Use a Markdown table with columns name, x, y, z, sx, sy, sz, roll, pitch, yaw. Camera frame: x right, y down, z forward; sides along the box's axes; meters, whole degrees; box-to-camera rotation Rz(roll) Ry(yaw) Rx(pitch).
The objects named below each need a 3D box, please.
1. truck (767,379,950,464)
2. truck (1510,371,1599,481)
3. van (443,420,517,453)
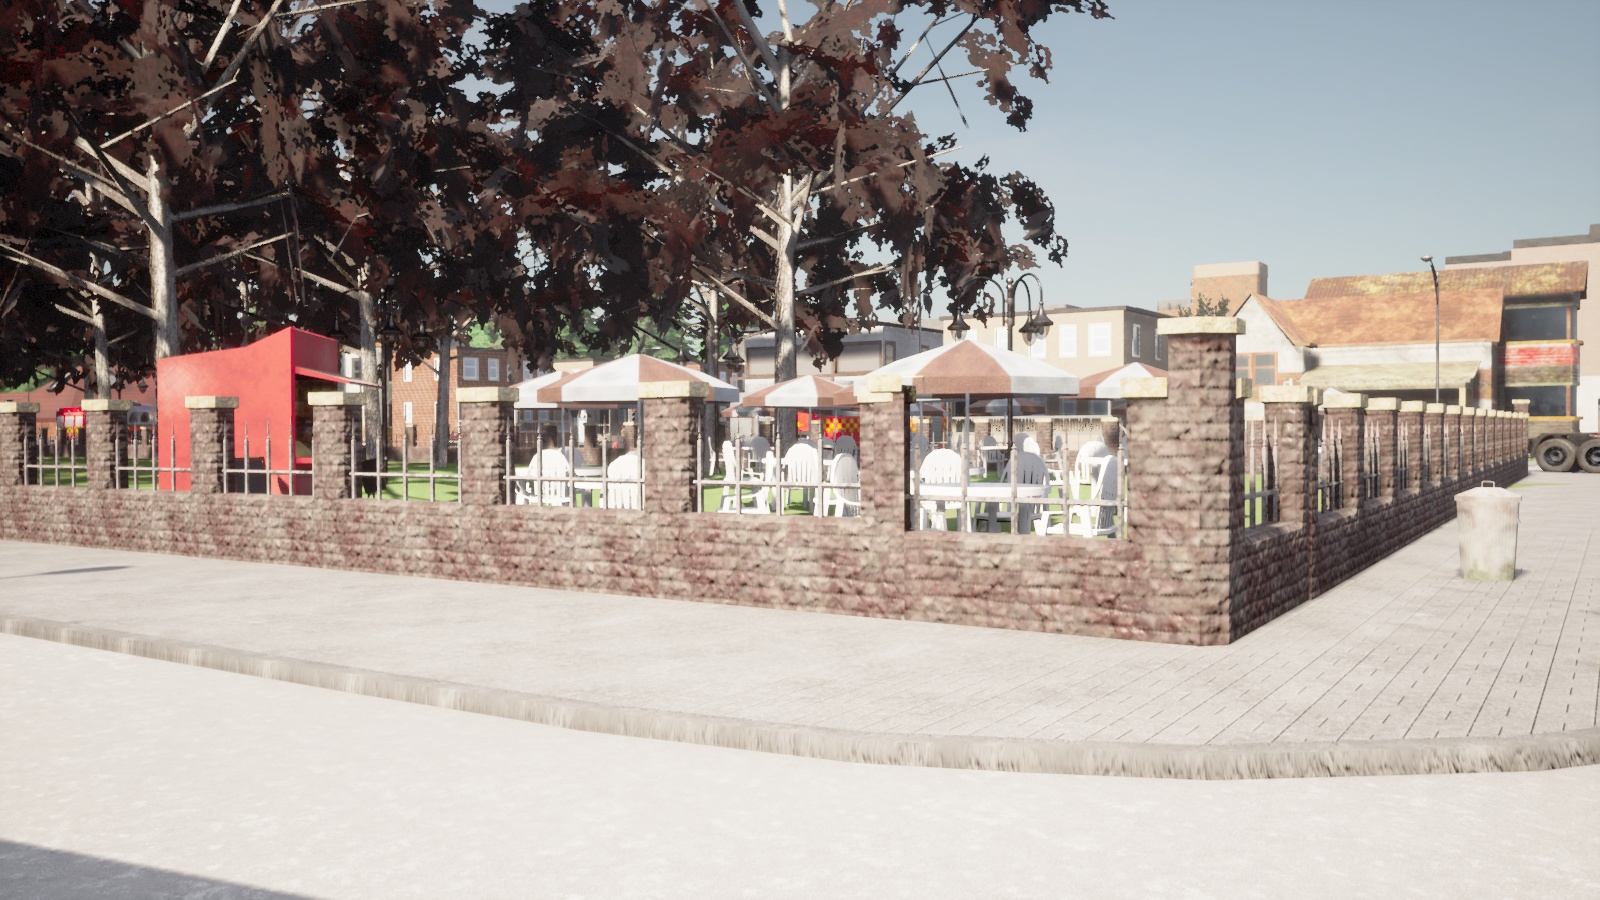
| name | x | y | z | sx | sy | sz | roll | pitch | yaw |
| --- | --- | --- | --- | --- | --- | --- | --- | --- | --- |
| truck | 2.733 | -1.350 | 60.455 | 8.468 | 3.827 | 2.891 | 1 | 1 | 33 |
| truck | 27.123 | -0.747 | 39.387 | 7.936 | 3.462 | 2.891 | 1 | 1 | 45 |
| van | -20.784 | -0.882 | 81.647 | 2.069 | 2.038 | 4.480 | 0 | 1 | 31 |
